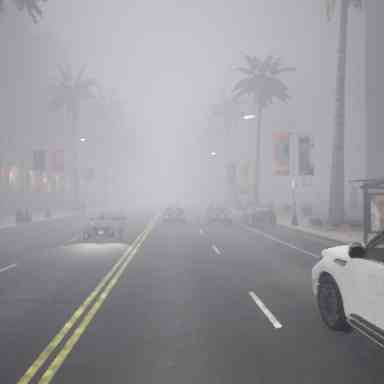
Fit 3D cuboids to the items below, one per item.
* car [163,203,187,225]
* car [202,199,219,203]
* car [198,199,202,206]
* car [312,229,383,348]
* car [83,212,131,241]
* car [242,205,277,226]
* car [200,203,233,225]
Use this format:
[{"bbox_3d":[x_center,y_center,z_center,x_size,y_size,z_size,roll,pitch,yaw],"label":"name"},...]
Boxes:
[{"bbox_3d":[-1.408,1.875,26.938,2.033,1.411,5.357,0,-1,-2],"label":"car"},{"bbox_3d":[3.457,2.015,55.314,2.185,1.767,4.553,0,-1,-3],"label":"car"},{"bbox_3d":[2.490,2.440,77.221,2.161,1.482,4.786,0,-1,-3],"label":"car"},{"bbox_3d":[3.425,1.261,3.881,2.150,2.045,5.566,0,-1,-3],"label":"car"},{"bbox_3d":[-4.490,1.795,18.025,1.994,1.385,4.181,0,-1,-3],"label":"car"},{"bbox_3d":[5.153,1.785,25.988,2.231,1.521,4.892,0,-1,-3],"label":"car"},{"bbox_3d":[2.089,1.873,27.244,2.033,1.411,5.357,0,-1,-3],"label":"car"}]
